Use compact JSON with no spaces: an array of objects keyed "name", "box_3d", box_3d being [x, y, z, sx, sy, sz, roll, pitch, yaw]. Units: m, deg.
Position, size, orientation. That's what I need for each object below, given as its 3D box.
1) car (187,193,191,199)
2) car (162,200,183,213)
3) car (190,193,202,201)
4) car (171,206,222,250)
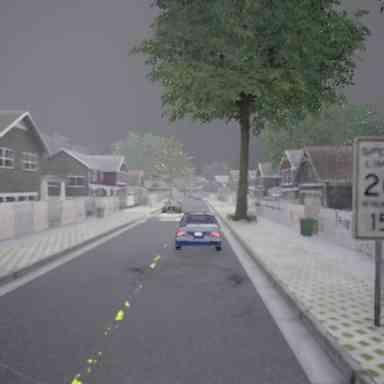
[{"name":"car","box_3d":[0.046,0.982,92.307,2.097,1.767,4.553,1,0,-12]},{"name":"car","box_3d":[-2.018,1.514,35.418,1.994,1.385,4.181,1,0,1]},{"name":"car","box_3d":[1.315,1.449,82.201,1.895,1.301,4.718,1,0,-6]},{"name":"car","box_3d":[0.278,1.550,14.366,2.033,1.411,5.357,1,0,1]}]
